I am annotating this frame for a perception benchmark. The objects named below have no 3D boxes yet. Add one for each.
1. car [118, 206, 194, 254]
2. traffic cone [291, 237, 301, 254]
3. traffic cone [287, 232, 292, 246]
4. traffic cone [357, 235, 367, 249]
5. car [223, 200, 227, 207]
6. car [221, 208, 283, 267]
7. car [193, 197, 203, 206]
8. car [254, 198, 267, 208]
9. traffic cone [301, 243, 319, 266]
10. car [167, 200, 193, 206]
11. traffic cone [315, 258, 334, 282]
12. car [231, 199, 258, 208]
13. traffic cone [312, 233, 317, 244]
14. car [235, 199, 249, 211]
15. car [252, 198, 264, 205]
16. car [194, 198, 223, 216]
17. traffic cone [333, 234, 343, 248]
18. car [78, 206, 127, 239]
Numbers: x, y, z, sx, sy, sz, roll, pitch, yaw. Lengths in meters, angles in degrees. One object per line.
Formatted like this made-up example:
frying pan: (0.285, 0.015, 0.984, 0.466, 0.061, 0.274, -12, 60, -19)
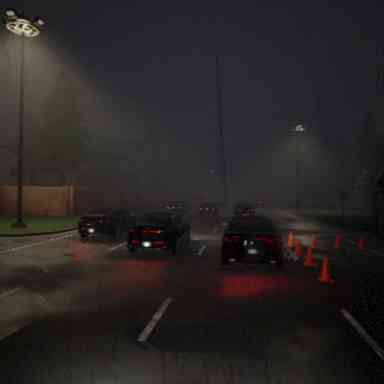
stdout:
car: (-1.199, 1.540, 13.726, 1.837, 1.490, 4.892, 1, 0, 8)
traffic cone: (4.135, 2.086, 12.851, 0.340, 0.580, 0.340, 1, 0, 8)
traffic cone: (4.415, 2.099, 14.831, 0.340, 0.580, 0.340, 1, 0, 8)
traffic cone: (7.385, 2.152, 14.411, 0.340, 0.580, 0.340, 1, 0, 8)
car: (4.953, 1.931, 57.214, 1.895, 1.301, 4.718, 1, 0, 8)
car: (2.085, 1.566, 11.961, 1.882, 1.535, 5.008, 1, 0, 8)
car: (1.244, 1.608, 55.950, 2.097, 1.767, 4.553, 1, 0, 8)
car: (12.028, 1.968, 57.967, 1.837, 1.490, 4.892, 1, 0, 8)
traffic cone: (3.855, 2.072, 10.871, 0.340, 0.580, 0.340, 1, 0, 8)
car: (-1.526, 1.671, 36.401, 2.033, 1.411, 5.357, 1, 0, 8)
traffic cone: (3.575, 2.059, 8.891, 0.340, 0.580, 0.340, 1, 0, 8)
car: (4.663, 1.717, 30.174, 1.837, 1.490, 4.892, 1, 0, 8)
traffic cone: (5.407, 2.117, 14.692, 0.340, 0.580, 0.340, 1, 0, 8)
car: (7.316, 1.816, 48.916, 1.882, 1.535, 5.008, 1, 0, 8)
car: (13.490, 1.921, 68.283, 2.033, 1.411, 5.357, 1, 0, 8)
car: (1.825, 1.728, 35.101, 2.033, 1.411, 5.357, 1, 0, 8)
traffic cone: (6.395, 2.134, 14.551, 0.340, 0.580, 0.340, 1, 0, 8)
car: (-4.210, 1.501, 17.425, 1.837, 1.490, 4.892, 1, 0, 8)
